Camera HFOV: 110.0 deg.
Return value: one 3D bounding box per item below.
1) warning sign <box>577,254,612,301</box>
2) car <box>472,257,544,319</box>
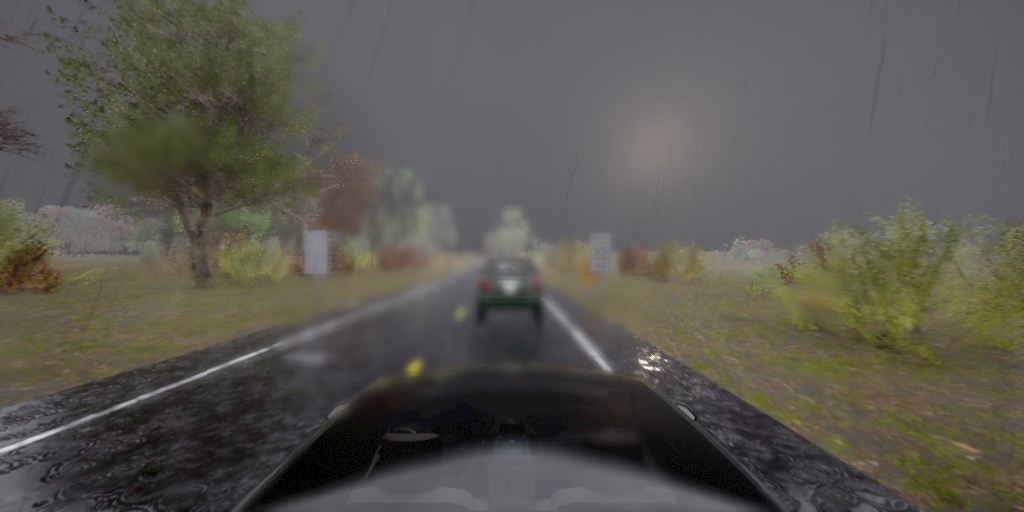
[{"bbox_3d":[3.422,0.948,15.505,1.300,1.860,1.060,0,0,-1],"label":"warning sign"},{"bbox_3d":[-0.065,1.045,13.293,2.150,2.045,5.566,0,0,0],"label":"car"}]
